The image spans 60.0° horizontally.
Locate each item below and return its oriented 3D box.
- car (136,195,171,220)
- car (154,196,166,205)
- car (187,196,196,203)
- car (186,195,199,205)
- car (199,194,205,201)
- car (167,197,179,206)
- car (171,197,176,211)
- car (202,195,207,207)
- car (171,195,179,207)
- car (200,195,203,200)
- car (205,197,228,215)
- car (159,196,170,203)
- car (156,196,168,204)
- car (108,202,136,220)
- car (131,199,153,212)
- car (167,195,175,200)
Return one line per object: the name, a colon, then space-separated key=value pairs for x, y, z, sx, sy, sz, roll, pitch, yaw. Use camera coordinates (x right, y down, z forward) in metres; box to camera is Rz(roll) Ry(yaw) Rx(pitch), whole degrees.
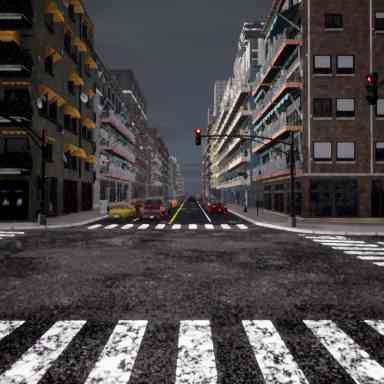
car: x=-3.166 y=1.359 z=28.084 sx=2.097 sy=1.767 sz=4.553 roll=0 pitch=0 yaw=-1
car: x=-5.883 y=1.543 z=60.972 sx=1.752 sy=1.417 sz=4.829 roll=1 pitch=0 yaw=0
car: x=-0.151 y=1.623 z=70.025 sx=1.895 sy=1.301 sz=4.718 roll=0 pitch=0 yaw=0
car: x=-0.095 y=1.522 z=59.379 sx=1.837 sy=1.490 sz=4.892 roll=0 pitch=0 yaw=0
car: x=2.732 y=1.380 z=81.851 sx=2.097 sy=1.767 sz=4.553 roll=0 pitch=0 yaw=0
car: x=-3.249 y=1.617 z=57.224 sx=1.895 sy=1.301 sz=4.718 roll=0 pitch=0 yaw=0
car: x=-3.224 y=1.557 z=37.576 sx=2.033 sy=1.411 sz=5.357 roll=0 pitch=0 yaw=0
car: x=2.571 y=1.450 z=39.062 sx=1.967 sy=1.590 sz=4.097 roll=1 pitch=0 yaw=0
car: x=-3.246 y=1.365 z=47.366 sx=2.097 sy=1.767 sz=4.553 roll=0 pitch=0 yaw=0
car: x=2.533 y=1.596 z=50.108 sx=1.802 sy=1.307 sz=4.206 roll=1 pitch=0 yaw=0
car: x=2.588 y=1.553 z=33.538 sx=1.887 sy=1.381 sz=4.507 roll=1 pitch=0 yaw=0
car: x=-5.920 y=1.568 z=72.189 sx=1.887 sy=1.381 sz=4.507 roll=1 pitch=0 yaw=0
car: x=-5.902 y=1.572 z=66.665 sx=2.008 sy=1.369 sz=4.403 roll=1 pitch=0 yaw=0
car: x=-5.773 y=1.532 z=27.831 sx=1.752 sy=1.417 sz=4.829 roll=1 pitch=0 yaw=0
car: x=-5.811 y=1.554 z=39.048 sx=1.887 sy=1.381 sz=4.507 roll=1 pitch=0 yaw=0
car: x=-5.992 y=1.587 z=94.282 sx=2.008 sy=1.369 sz=4.403 roll=1 pitch=0 yaw=0
